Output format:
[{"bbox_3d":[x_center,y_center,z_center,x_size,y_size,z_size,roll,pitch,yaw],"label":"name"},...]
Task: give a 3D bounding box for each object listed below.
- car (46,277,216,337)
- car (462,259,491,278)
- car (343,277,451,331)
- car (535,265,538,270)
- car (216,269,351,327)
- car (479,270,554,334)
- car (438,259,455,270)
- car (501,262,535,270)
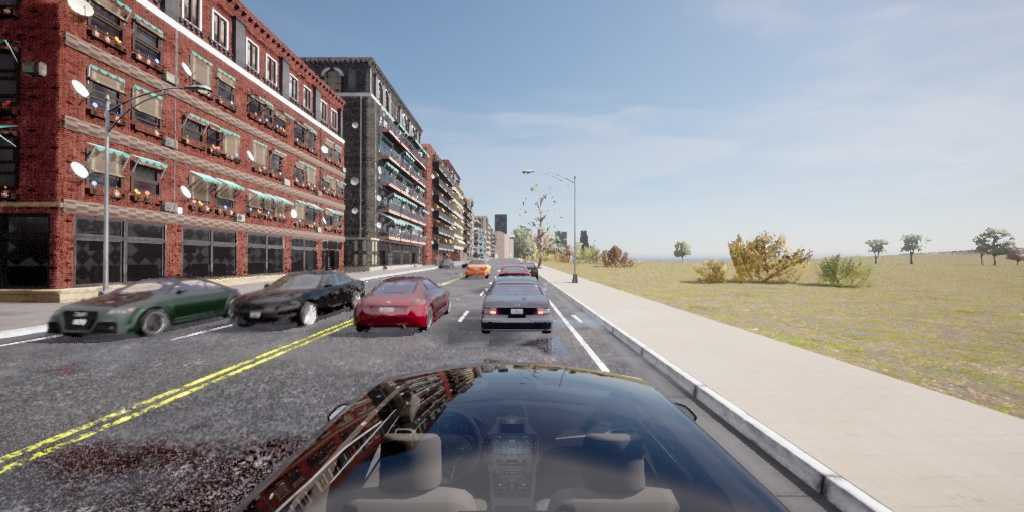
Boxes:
[{"bbox_3d":[-9.834,1.315,10.150,1.994,1.385,4.181,0,0,0],"label":"car"},{"bbox_3d":[-3.086,1.105,33.717,2.097,1.767,4.553,0,0,0],"label":"car"},{"bbox_3d":[-3.133,1.315,10.983,1.994,1.385,4.181,0,0,0],"label":"car"},{"bbox_3d":[1.197,1.231,30.597,1.882,1.535,5.008,0,0,0],"label":"car"},{"bbox_3d":[-6.581,1.229,11.683,1.882,1.535,5.008,0,0,0],"label":"car"},{"bbox_3d":[0.117,1.299,10.619,2.033,1.411,5.357,0,0,0],"label":"car"},{"bbox_3d":[-9.736,1.257,53.362,1.837,1.490,4.892,0,0,0],"label":"car"},{"bbox_3d":[0.142,1.230,21.159,1.882,1.535,5.008,0,0,0],"label":"car"}]
